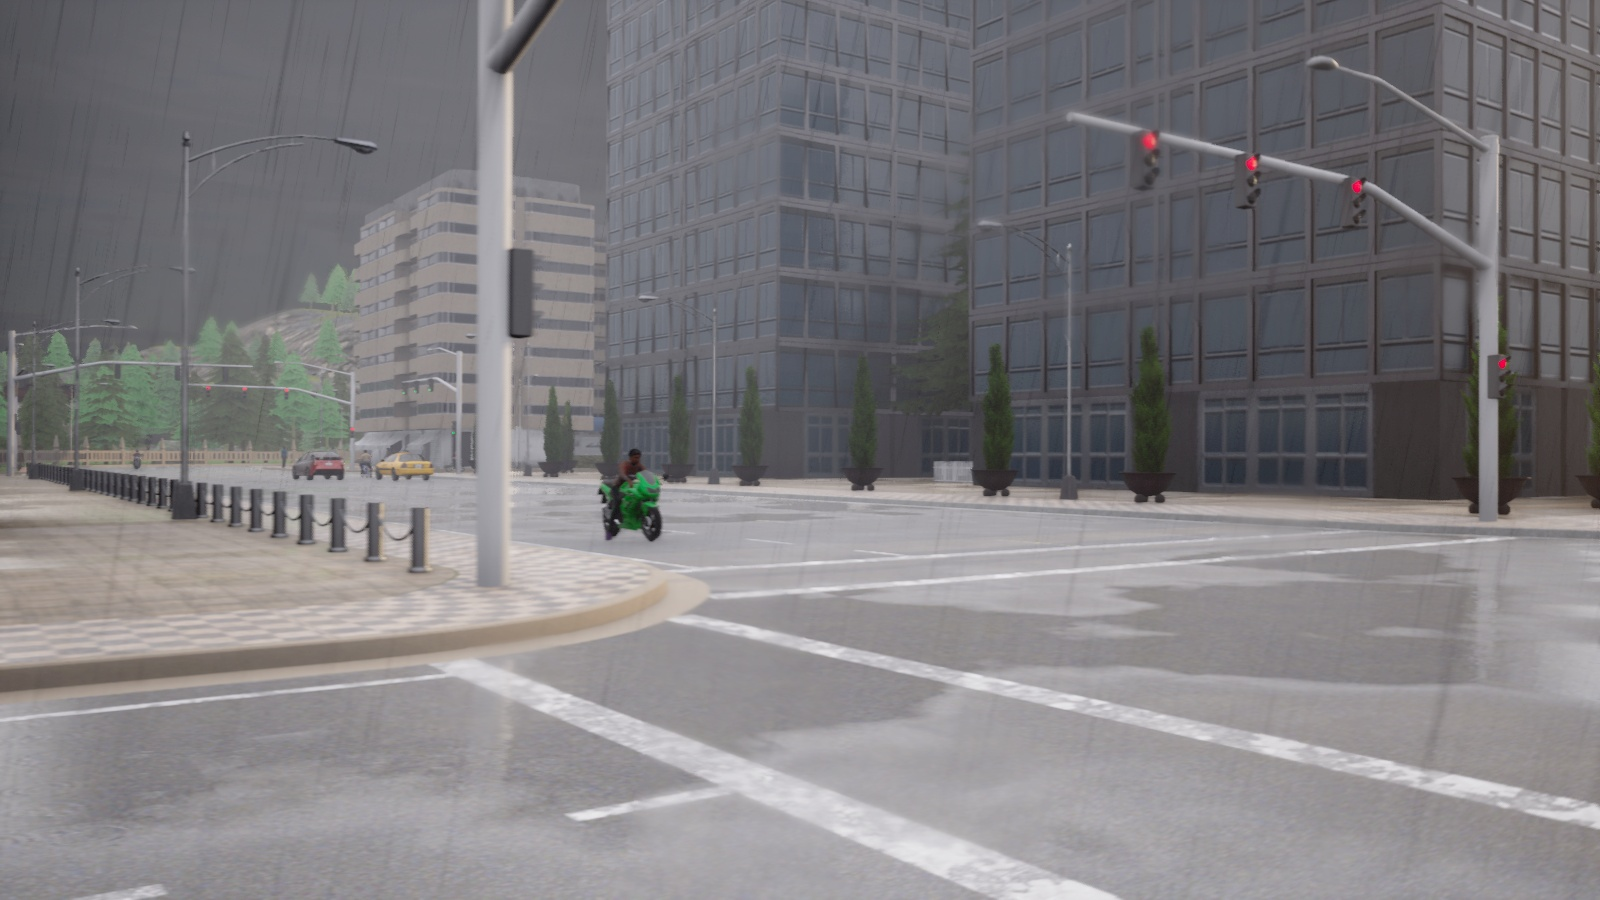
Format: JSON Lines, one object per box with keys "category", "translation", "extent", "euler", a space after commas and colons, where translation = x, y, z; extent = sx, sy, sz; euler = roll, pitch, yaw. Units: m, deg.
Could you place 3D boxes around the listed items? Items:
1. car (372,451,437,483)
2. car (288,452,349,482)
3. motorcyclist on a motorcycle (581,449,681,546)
{"category": "car", "translation": [-20.650, 0.870, 65.423], "extent": [1.801, 1.575, 5.366], "euler": [0, 0, -34]}
{"category": "car", "translation": [-25.383, 0.883, 66.148], "extent": [2.007, 1.525, 4.514], "euler": [0, 0, -34]}
{"category": "motorcyclist on a motorcycle", "translation": [-2.824, 0.746, 20.827], "extent": [0.797, 1.523, 2.044], "euler": [0, 0, -35]}
